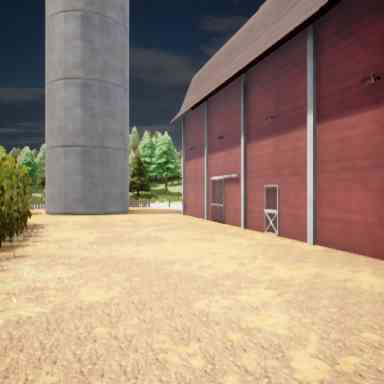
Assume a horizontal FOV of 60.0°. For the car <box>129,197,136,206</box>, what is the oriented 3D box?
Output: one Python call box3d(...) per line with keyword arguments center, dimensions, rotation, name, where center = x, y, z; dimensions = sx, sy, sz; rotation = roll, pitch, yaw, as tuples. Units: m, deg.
box3d(center=(-9.163, 1.394, 48.877), dimensions=(1.994, 1.381, 4.181), rotation=(0, 0, -19), name="car")
